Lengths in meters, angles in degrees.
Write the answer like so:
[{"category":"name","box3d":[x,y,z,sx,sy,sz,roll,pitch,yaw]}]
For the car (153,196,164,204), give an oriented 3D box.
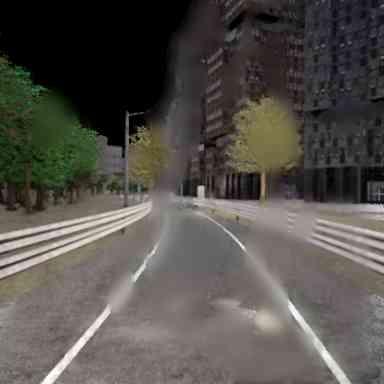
[{"category":"car","box3d":[-6.308,1.416,60.641,1.812,1.442,4.674,0,0,-18]}]
